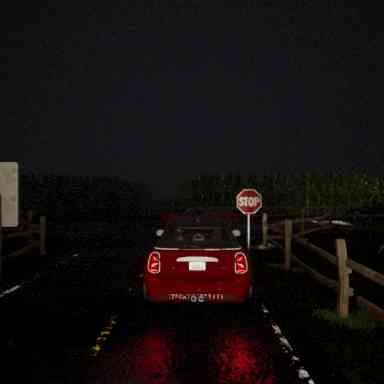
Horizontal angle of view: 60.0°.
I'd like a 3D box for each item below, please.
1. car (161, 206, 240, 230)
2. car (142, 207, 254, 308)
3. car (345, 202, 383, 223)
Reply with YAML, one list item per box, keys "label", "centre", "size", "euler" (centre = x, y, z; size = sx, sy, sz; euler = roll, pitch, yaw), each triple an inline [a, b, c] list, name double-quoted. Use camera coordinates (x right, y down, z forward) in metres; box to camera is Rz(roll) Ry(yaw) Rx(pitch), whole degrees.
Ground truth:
- label: "car"
  centre: [0.506, 1.584, 20.808]
  size: [4.718, 1.301, 1.895]
  euler: [0, 0, 0]
- label: "car"
  centre: [0.150, 1.351, 8.096]
  size: [2.097, 1.767, 4.553]
  euler: [0, 0, 1]
- label: "car"
  centre: [13.242, 1.449, 23.741]
  size: [4.181, 1.385, 1.994]
  euler: [0, 0, 0]
